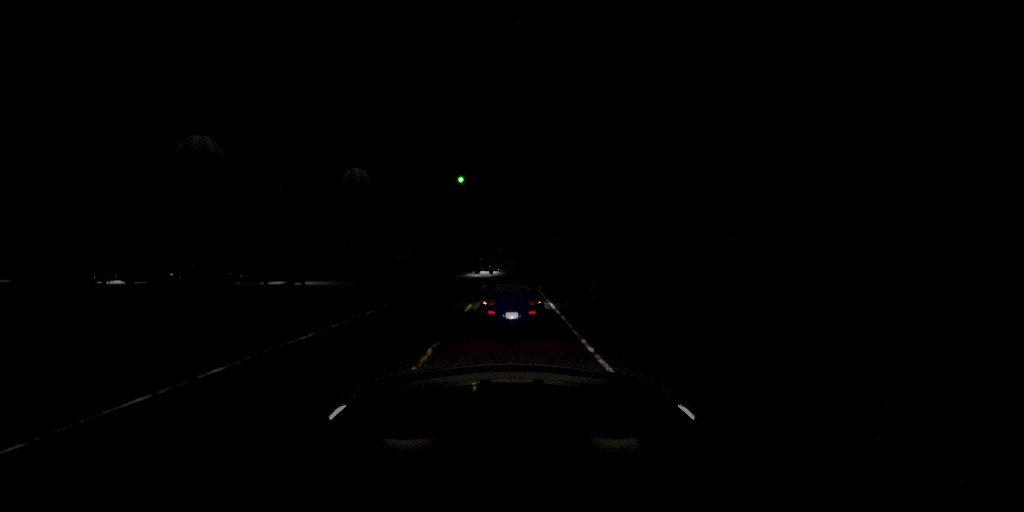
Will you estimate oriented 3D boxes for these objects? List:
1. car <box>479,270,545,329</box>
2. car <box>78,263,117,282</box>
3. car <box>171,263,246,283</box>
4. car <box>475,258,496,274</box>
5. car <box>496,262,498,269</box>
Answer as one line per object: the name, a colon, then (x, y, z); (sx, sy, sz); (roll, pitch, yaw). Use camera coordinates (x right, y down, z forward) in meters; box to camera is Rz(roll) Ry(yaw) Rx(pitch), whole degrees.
car: (-0.009, 1.358, 11.445); (1.812, 1.442, 4.674); (0, 0, 0)
car: (-33.150, 1.244, 27.466); (4.181, 1.385, 1.994); (1, 0, -1)
car: (-23.190, 1.266, 27.542); (4.902, 1.511, 2.128); (1, 0, -2)
car: (-3.725, 1.349, 48.965); (2.150, 2.045, 5.566); (0, 0, 0)
car: (-3.734, 1.799, 58.735); (1.895, 1.301, 4.718); (0, 0, 0)
